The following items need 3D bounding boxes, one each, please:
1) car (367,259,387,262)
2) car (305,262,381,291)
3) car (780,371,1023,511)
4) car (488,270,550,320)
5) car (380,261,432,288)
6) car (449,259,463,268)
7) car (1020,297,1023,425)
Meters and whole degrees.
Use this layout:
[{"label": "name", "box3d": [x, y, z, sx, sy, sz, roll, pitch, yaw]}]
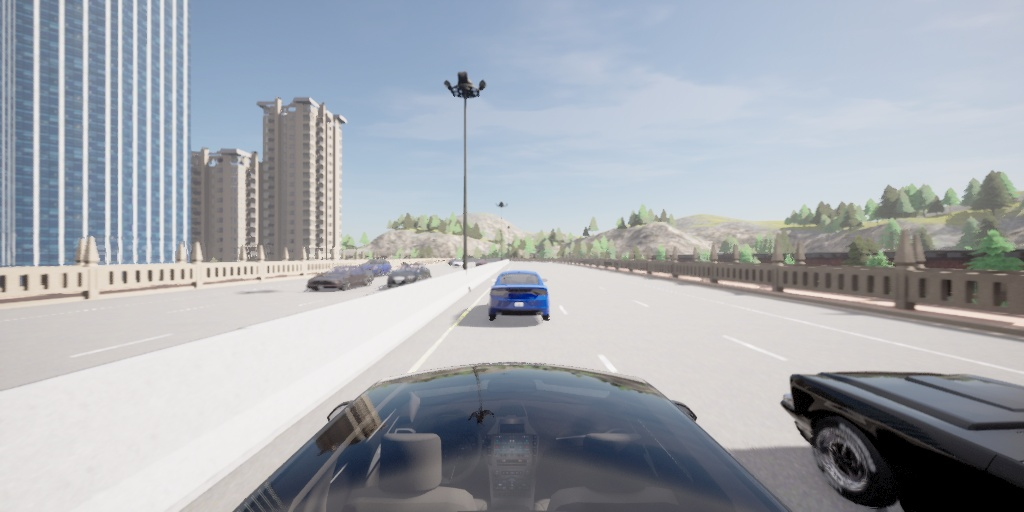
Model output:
[{"label": "car", "box3d": [-13.419, 1.117, 35.174, 2.097, 1.767, 4.553, 0, 0, 2]}, {"label": "car", "box3d": [-10.249, 1.305, 21.962, 2.033, 1.411, 5.357, 0, 0, 1]}, {"label": "car", "box3d": [3.610, 1.353, 1.421, 1.895, 1.301, 4.718, 0, 0, 0]}, {"label": "car", "box3d": [0.252, 1.235, 12.731, 1.882, 1.535, 5.008, 0, 0, 1]}, {"label": "car", "box3d": [-6.701, 1.253, 23.807, 2.128, 1.511, 4.902, 0, 0, 1]}, {"label": "car", "box3d": [-9.185, 1.315, 62.430, 1.812, 1.442, 4.674, 0, 0, 2]}, {"label": "car", "box3d": [7.114, 1.246, 1.817, 2.128, 1.511, 4.902, 0, 0, 0]}]
